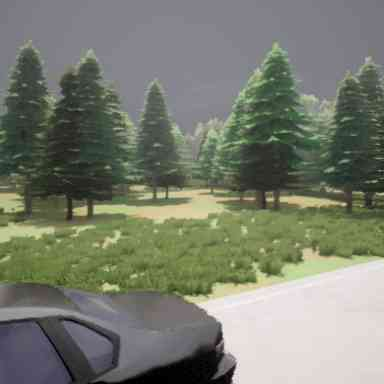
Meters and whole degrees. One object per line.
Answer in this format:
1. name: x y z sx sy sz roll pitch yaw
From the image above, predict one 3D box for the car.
1. car: -2.114 1.547 2.482 5.357 1.411 2.033 0 0 -35
